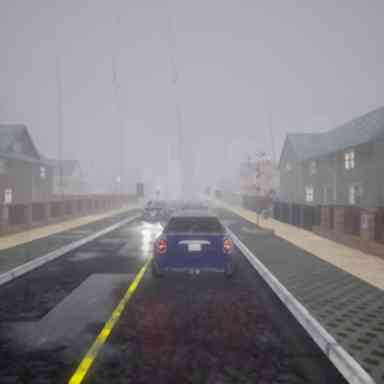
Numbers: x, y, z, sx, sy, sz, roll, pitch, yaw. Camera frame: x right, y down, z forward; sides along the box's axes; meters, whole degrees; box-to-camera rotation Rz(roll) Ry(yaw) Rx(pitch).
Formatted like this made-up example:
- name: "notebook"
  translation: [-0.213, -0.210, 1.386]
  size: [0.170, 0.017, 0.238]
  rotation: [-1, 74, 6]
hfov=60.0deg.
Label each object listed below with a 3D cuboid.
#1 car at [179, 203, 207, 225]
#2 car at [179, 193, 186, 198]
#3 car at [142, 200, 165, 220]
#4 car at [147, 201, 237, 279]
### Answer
- name: "car"
  translation: [0.078, 1.507, 24.439]
  size: [1.895, 1.301, 4.718]
  rotation: [0, 0, 0]
- name: "car"
  translation: [-2.742, 1.064, 95.431]
  size: [2.033, 1.411, 5.357]
  rotation: [0, 0, 0]
- name: "car"
  translation: [-2.834, 1.390, 26.685]
  size: [2.128, 1.511, 4.902]
  rotation: [0, 0, 0]
- name: "car"
  translation: [0.078, 1.315, 10.022]
  size: [2.097, 1.767, 4.553]
  rotation: [0, 0, 0]
